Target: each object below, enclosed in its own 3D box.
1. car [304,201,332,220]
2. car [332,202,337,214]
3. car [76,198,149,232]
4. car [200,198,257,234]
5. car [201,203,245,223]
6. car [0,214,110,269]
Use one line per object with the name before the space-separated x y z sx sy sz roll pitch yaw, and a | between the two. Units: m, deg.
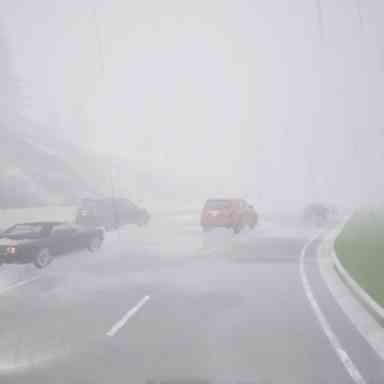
car | 11.877 1.780 31.604 1.837 1.490 4.892 0 -1 28
car | 16.535 1.883 40.585 1.812 1.442 4.674 0 0 29
car | -5.032 1.395 21.686 2.150 2.045 5.566 0 -1 26
car | 2.426 1.397 20.793 2.150 2.045 5.566 0 -1 26
car | 2.882 1.795 29.437 2.033 1.411 5.357 0 -1 27
car | -5.009 1.692 11.668 1.895 1.301 4.718 0 0 15
